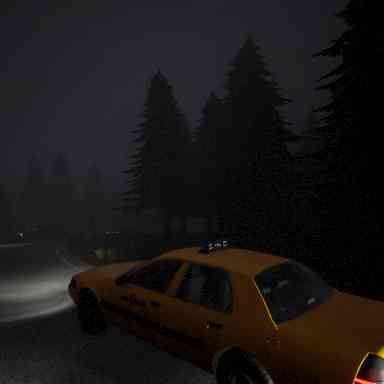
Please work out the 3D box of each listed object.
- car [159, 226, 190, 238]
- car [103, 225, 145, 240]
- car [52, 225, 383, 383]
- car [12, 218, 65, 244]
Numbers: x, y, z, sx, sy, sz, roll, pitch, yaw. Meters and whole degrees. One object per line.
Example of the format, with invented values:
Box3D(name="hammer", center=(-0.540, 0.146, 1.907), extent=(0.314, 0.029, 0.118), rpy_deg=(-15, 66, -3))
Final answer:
Box3D(name="car", center=(-2.321, 5.544, 46.285), extent=(1.882, 1.535, 5.008), rpy_deg=(-5, -8, 30))
Box3D(name="car", center=(-7.445, 4.510, 36.980), extent=(2.033, 1.411, 5.357), rpy_deg=(-4, -8, 20))
Box3D(name="car", center=(0.115, 1.441, 4.758), extent=(5.366, 1.575, 1.801), rpy_deg=(0, 1, 43))
Box3D(name="car", center=(-12.736, 3.230, 28.199), extent=(2.150, 2.045, 5.566), rpy_deg=(-4, -7, 6))
